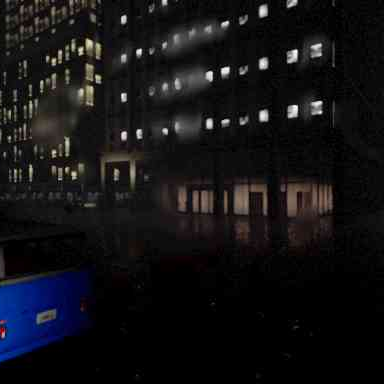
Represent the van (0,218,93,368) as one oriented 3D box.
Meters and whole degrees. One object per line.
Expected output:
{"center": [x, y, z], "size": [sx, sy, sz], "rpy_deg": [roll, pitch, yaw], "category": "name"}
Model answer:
{"center": [-3.331, 1.318, 5.258], "size": [3.998, 1.788, 1.690], "rpy_deg": [0, 0, 35], "category": "van"}
